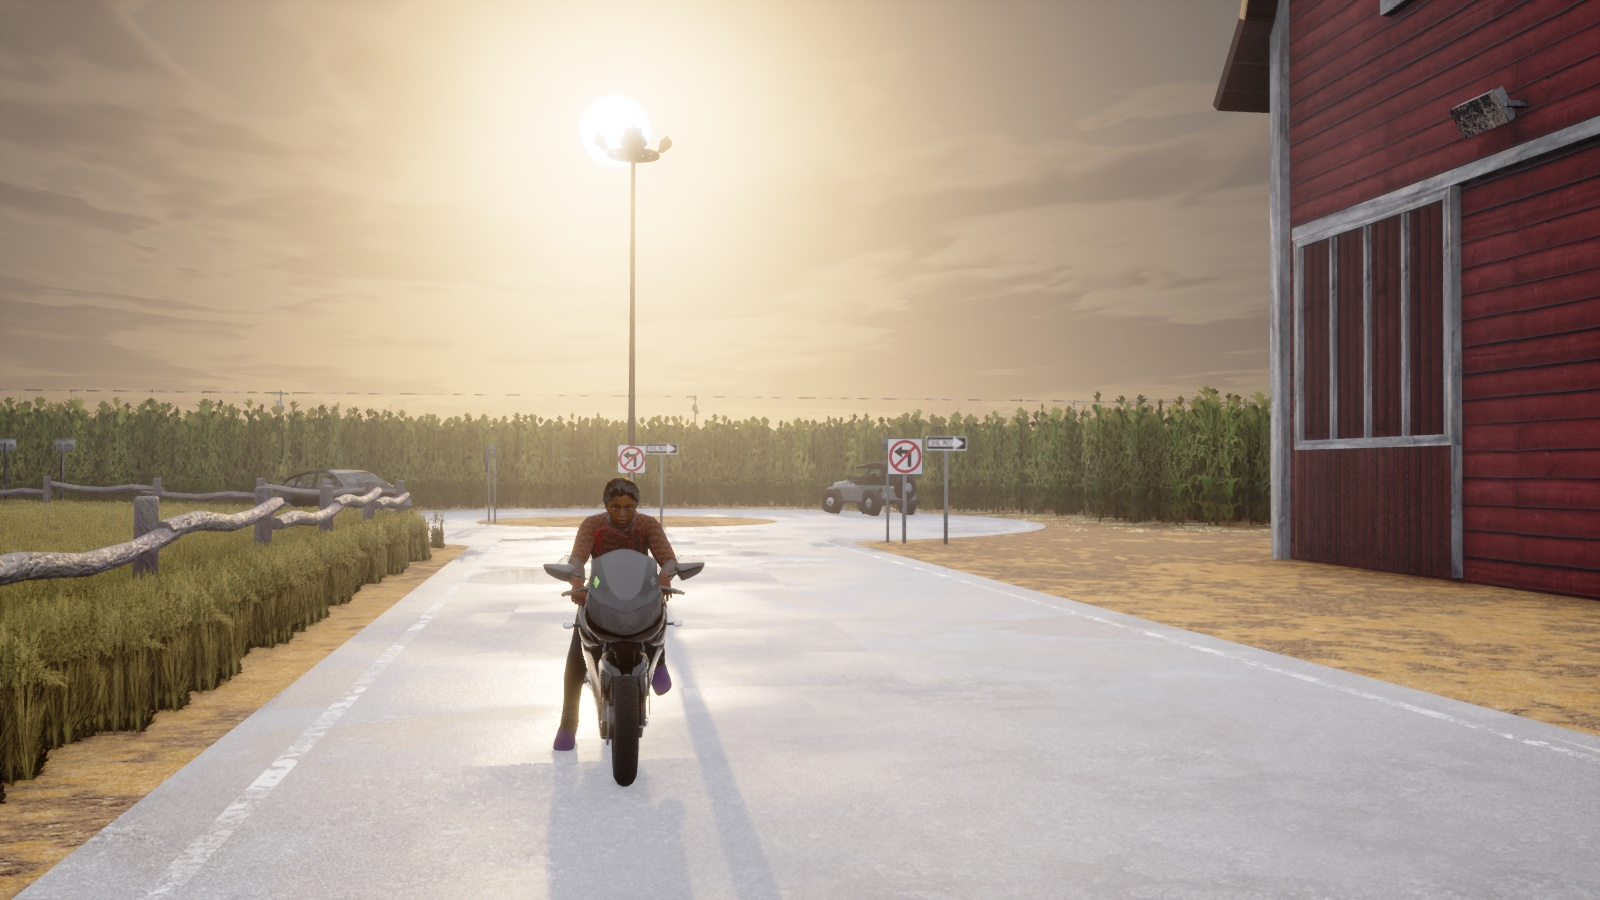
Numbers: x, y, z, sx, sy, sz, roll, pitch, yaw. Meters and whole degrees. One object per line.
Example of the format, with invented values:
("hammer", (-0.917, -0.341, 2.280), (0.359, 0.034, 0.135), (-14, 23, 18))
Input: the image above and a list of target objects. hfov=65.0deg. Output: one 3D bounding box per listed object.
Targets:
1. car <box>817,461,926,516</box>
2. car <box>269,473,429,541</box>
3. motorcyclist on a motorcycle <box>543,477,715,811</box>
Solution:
("car", (2.524, 1.355, 45.044), (1.905, 1.878, 3.866), (1, -1, -35))
("car", (-10.983, 1.348, 30.510), (3.705, 1.549, 1.789), (-1, -1, 34))
("motorcyclist on a motorcycle", (-0.978, 0.916, 6.865), (0.797, 1.523, 2.044), (0, -1, -10))
